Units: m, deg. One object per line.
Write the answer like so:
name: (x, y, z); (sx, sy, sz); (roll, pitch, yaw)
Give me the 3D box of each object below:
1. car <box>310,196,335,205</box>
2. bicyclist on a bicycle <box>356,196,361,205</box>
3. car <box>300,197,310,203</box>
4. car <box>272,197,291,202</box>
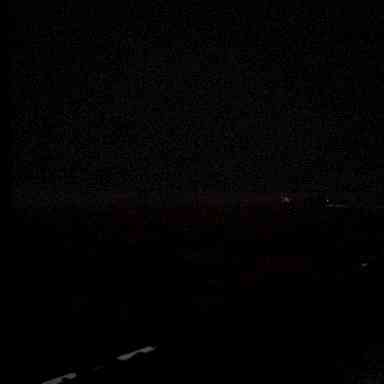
car: (23.695, 1.496, 59.590); (1.882, 1.535, 5.008); (2, -1, -5)
bicyclist on a bicycle: (27.795, 1.471, 55.836); (0.659, 1.776, 1.843); (2, 0, -3)
car: (24.837, 1.769, 69.792); (1.895, 1.301, 4.718); (2, -1, -20)
car: (21.360, 1.808, 79.538); (1.895, 1.301, 4.718); (2, -1, -29)
